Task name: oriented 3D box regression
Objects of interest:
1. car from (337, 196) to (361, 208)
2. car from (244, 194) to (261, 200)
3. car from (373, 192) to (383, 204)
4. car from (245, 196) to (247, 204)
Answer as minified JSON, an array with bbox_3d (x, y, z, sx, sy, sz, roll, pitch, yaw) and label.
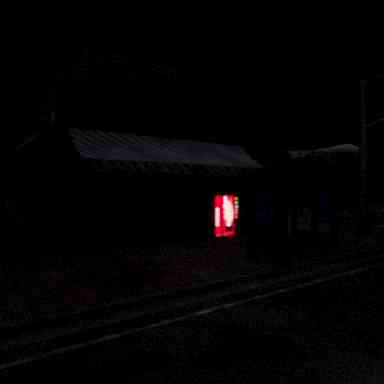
[{"bbox_3d":[19.249,1.228,41.026,3.806,1.475,1.970,0,0,-36],"label":"car"},{"bbox_3d":[16.180,1.211,88.931,4.514,1.523,2.007,0,0,-36],"label":"car"},{"bbox_3d":[31.197,1.008,53.635,4.605,1.855,1.932,0,0,-36],"label":"car"},{"bbox_3d":[7.785,1.076,56.446,3.866,1.878,1.905,0,0,-36],"label":"car"}]
